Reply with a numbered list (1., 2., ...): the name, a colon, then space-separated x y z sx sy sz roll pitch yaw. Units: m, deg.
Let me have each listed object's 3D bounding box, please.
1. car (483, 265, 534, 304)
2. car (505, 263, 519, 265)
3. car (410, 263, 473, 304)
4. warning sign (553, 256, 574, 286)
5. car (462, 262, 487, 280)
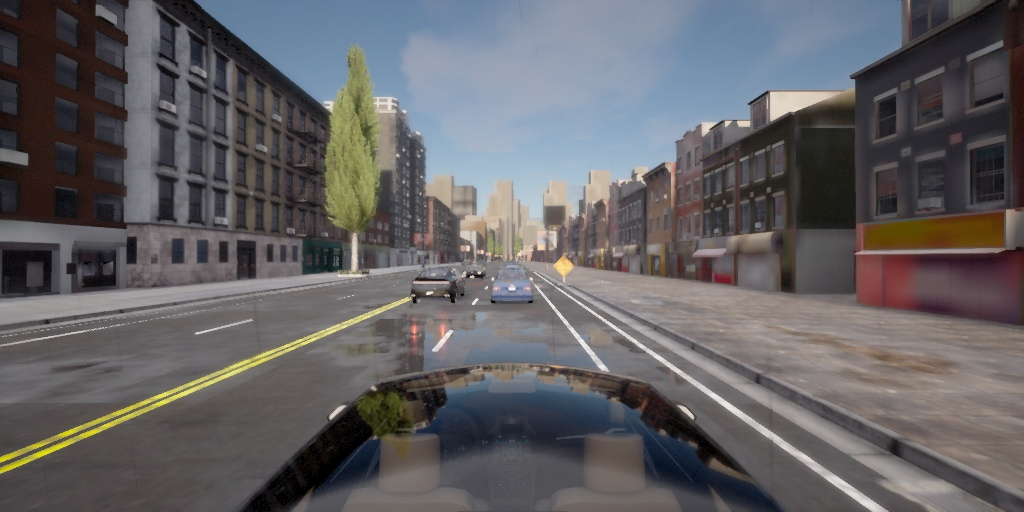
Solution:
1. car: 0.000 1.334 16.502 2.033 1.411 5.357 0 0 0
2. car: 0.000 1.346 31.502 1.812 1.442 4.674 0 0 0
3. car: -3.250 1.266 16.502 2.128 1.511 4.902 0 0 0
4. warning sign: 3.225 0.901 22.290 1.300 1.860 1.060 0 0 0
5. car: -3.250 1.429 31.532 1.895 1.301 4.718 0 0 0
